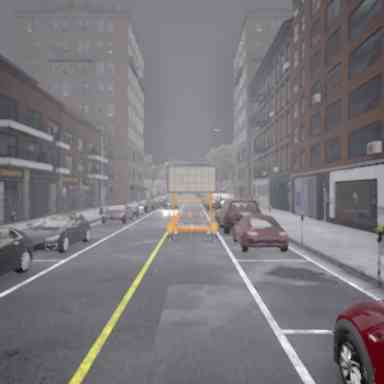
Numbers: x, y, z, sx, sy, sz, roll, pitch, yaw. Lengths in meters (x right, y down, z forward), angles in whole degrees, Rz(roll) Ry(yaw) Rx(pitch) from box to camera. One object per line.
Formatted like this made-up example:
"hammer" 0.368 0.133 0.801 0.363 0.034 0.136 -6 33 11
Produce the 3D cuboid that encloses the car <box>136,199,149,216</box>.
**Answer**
"car" -5.372 1.499 29.980 2.008 1.369 4.403 0 0 0

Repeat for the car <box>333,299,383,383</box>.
"car" 2.640 1.436 2.388 1.967 1.590 4.097 0 0 0

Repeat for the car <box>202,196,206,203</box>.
"car" 2.661 1.503 46.535 1.802 1.307 4.206 0 0 0

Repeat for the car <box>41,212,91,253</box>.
"car" -5.380 1.527 13.422 2.008 1.369 4.403 0 0 0

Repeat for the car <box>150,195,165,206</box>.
"car" -5.361 1.355 52.054 1.967 1.590 4.097 0 0 0

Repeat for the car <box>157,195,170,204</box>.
"car" -5.355 1.344 63.092 1.967 1.590 4.097 0 0 0

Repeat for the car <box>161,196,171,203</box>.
"car" -5.353 1.481 68.611 1.802 1.307 4.206 0 0 0

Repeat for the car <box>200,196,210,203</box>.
"car" 2.673 1.465 68.608 1.947 1.339 4.313 0 0 0

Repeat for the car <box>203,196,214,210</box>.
"car" 2.659 1.511 41.017 1.802 1.307 4.206 0 0 0

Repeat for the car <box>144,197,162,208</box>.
"car" -5.363 1.472 46.535 2.008 1.369 4.403 0 0 0

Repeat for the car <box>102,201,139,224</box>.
"car" -5.374 1.539 24.461 1.802 1.307 4.206 0 0 0

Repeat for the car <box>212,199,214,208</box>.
"car" 2.646 1.482 24.630 1.752 1.417 4.829 0 0 0

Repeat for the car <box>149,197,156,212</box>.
"car" -5.369 1.483 35.499 1.887 1.381 4.507 0 0 0

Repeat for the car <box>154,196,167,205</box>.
"car" -5.358 1.435 57.403 1.752 1.417 4.829 0 0 0

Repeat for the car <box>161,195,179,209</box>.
"car" -2.817 1.416 43.867 2.128 1.511 4.902 0 0 0

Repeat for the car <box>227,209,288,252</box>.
"car" 2.645 1.558 13.426 1.802 1.307 4.206 0 0 0

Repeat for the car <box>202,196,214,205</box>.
"car" 2.667 1.454 57.572 1.887 1.381 4.507 0 0 0

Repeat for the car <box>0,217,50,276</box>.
"car" -5.383 1.537 7.904 2.008 1.369 4.403 0 0 0

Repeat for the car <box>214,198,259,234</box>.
"car" 2.648 1.282 18.944 2.192 1.841 5.009 0 0 0

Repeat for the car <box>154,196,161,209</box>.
"car" -5.366 1.495 41.017 1.947 1.339 4.313 0 0 0

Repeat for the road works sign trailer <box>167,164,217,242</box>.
"road works sign trailer" 0.009 0.436 16.311 2.380 3.560 2.880 0 0 0

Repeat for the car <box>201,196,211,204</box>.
"car" 2.670 1.486 63.090 1.802 1.307 4.206 0 0 0
